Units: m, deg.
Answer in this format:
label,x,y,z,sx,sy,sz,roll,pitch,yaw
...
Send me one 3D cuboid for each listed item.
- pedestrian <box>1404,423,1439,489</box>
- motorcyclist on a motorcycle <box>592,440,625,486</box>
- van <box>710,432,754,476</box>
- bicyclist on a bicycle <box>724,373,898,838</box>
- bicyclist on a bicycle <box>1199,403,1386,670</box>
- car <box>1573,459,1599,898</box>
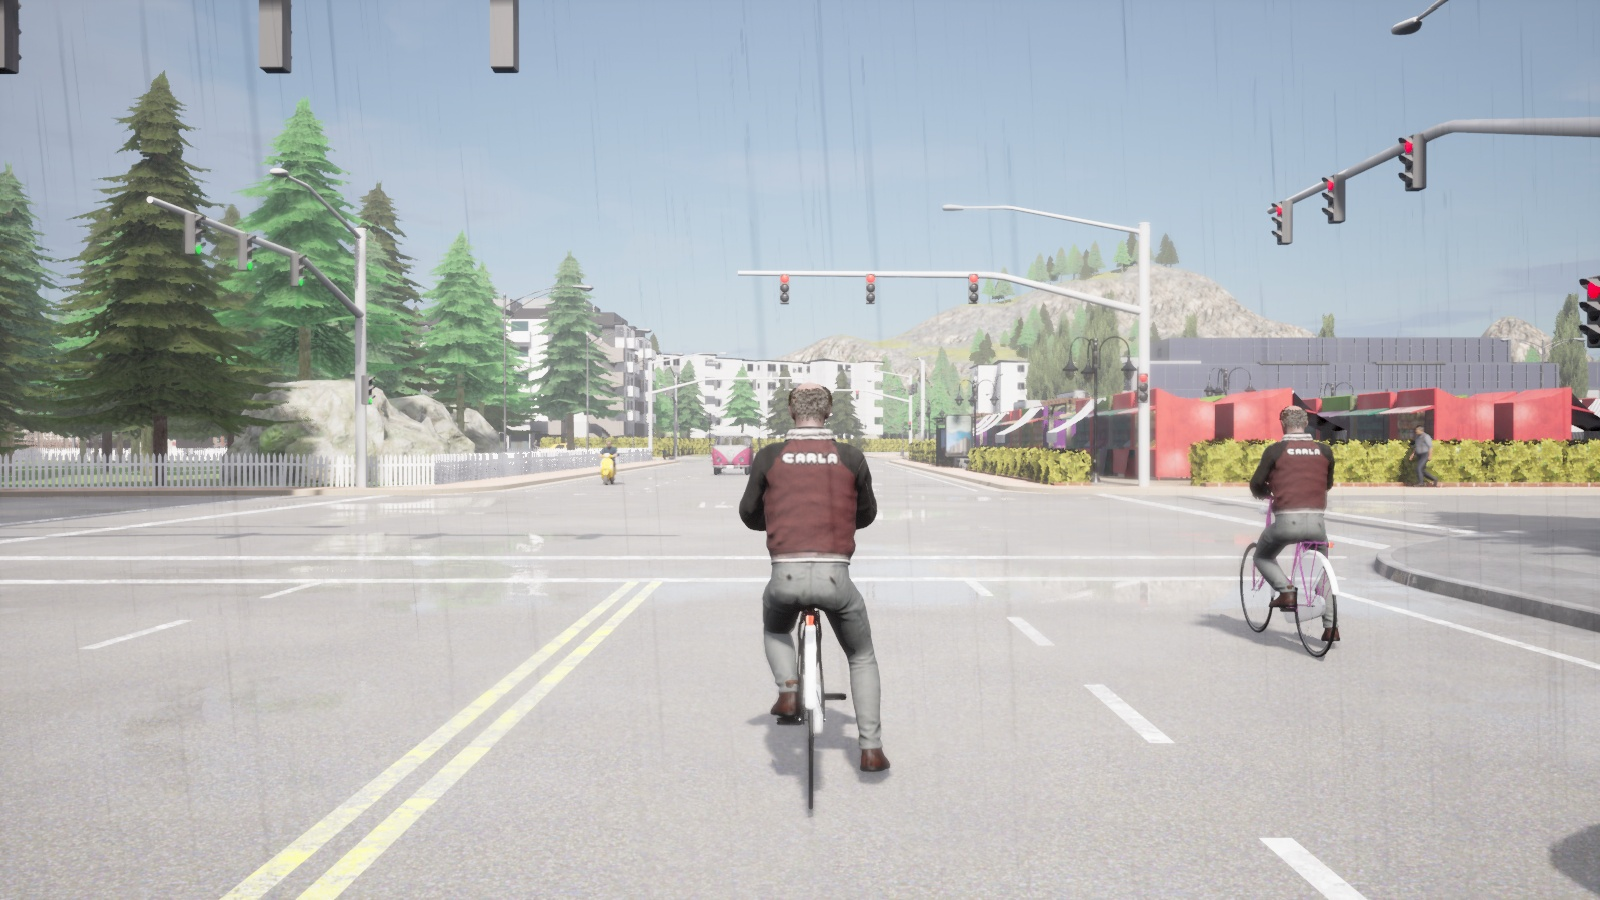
label,x,y,z,sx,sy,sz,roll,pitch,yaw
pedestrian,17.492,0.160,35.348,0.694,1.848,0.540,0,0,2
motorcyclist on a motorcycle,-6.751,0.444,44.286,0.866,1.590,1.817,0,0,0
van,-3.172,0.162,59.198,1.775,1.987,4.442,0,0,0
bicyclist on a bicycle,0.046,0.585,5.708,0.659,1.776,1.843,0,1,0
bicyclist on a bicycle,3.564,0.568,9.269,0.659,1.776,1.843,0,1,0
car,3.525,0.764,1.932,1.812,1.442,4.674,0,0,0
